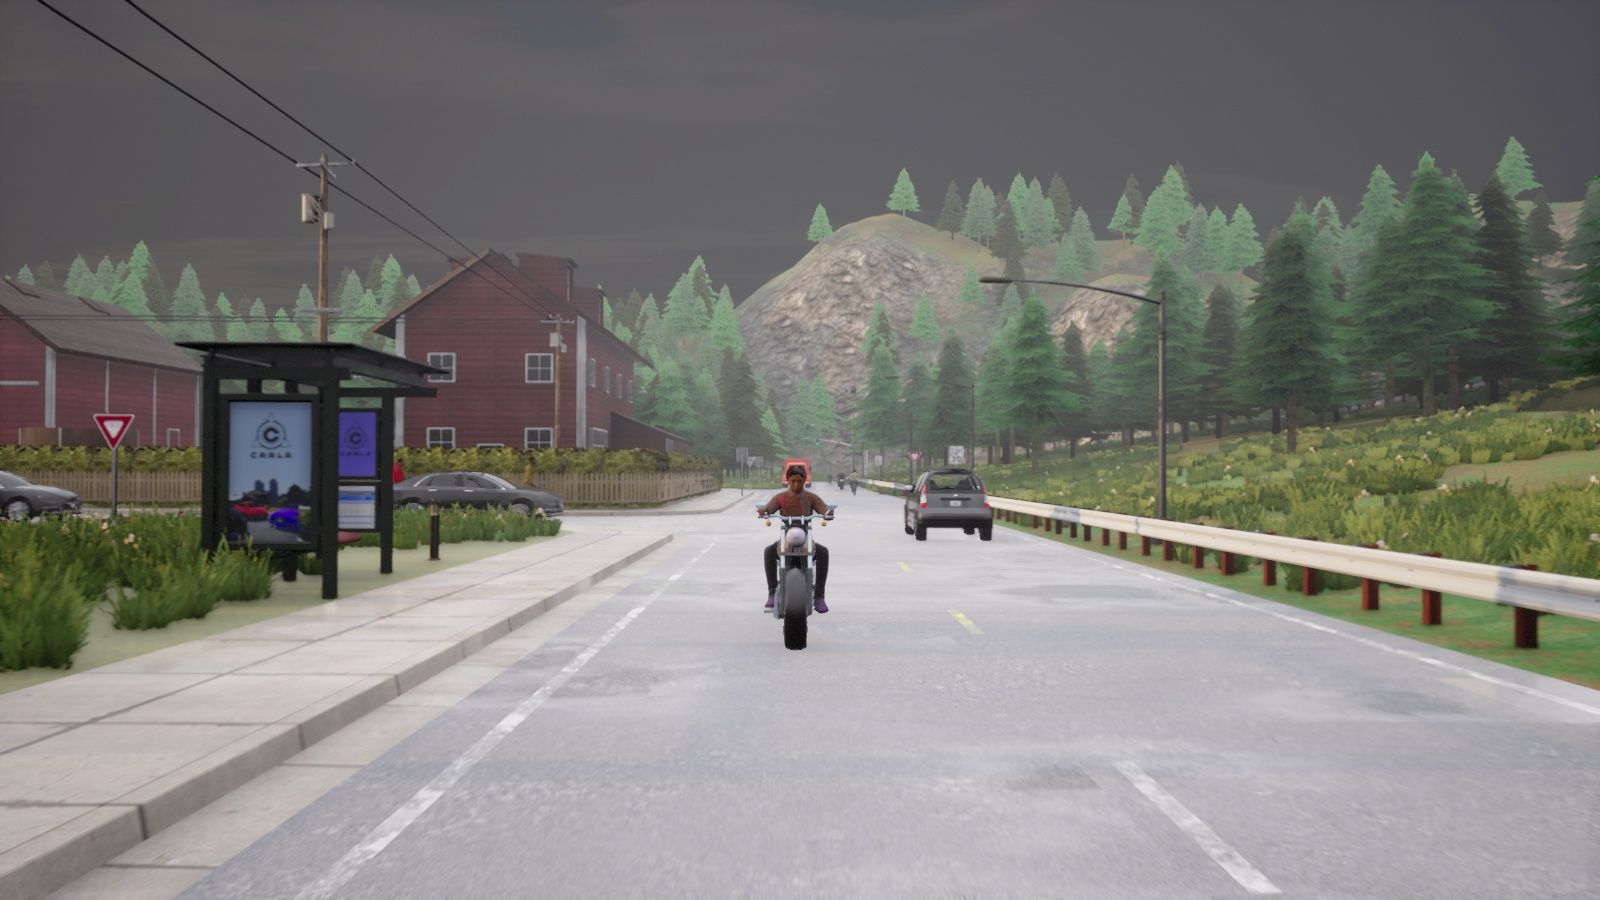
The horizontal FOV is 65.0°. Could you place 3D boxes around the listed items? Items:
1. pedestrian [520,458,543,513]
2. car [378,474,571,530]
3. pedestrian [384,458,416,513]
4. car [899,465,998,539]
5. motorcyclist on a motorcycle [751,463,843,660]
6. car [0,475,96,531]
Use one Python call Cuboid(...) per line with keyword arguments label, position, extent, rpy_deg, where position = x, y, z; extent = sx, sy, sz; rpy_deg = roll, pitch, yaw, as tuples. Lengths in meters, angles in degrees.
Cuboid(label="pedestrian", position=(-9.020, 1.180, 42.200), extent=(0.709, 1.840, 0.431), rpy_deg=(0, -1, -2))
Cuboid(label="car", position=(-8.981, 1.412, 34.901), extent=(4.892, 1.490, 1.837), rpy_deg=(0, -1, -1))
Cuboid(label="pedestrian", position=(-13.474, 1.200, 42.344), extent=(0.899, 1.844, 0.634), rpy_deg=(0, -1, -2))
Cuboid(label="car", position=(3.428, 1.172, 29.603), extent=(1.851, 1.617, 3.988), rpy_deg=(0, -1, 0))
Cuboid(label="motorcyclist on a motorcycle", position=(-0.028, 0.952, 11.742), extent=(0.766, 1.649, 2.350), rpy_deg=(0, -1, 0))
Cuboid(label="car", position=(-22.456, 1.464, 34.747), extent=(4.892, 1.490, 1.837), rpy_deg=(0, -1, 0))
